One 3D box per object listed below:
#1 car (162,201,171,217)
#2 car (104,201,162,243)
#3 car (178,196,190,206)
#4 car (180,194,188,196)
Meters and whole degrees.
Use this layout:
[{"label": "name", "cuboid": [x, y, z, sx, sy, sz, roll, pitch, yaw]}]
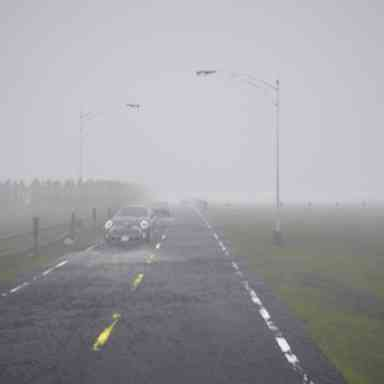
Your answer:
[{"label": "car", "cuboid": [-3.158, 1.652, 34.346, 1.882, 1.535, 5.008, 0, -1, -1]}, {"label": "car", "cuboid": [-2.897, 1.439, 16.601, 2.097, 1.767, 4.553, 0, 0, 0]}, {"label": "car", "cuboid": [-1.355, 1.896, 63.605, 1.895, 1.301, 4.718, 0, 0, -2]}, {"label": "car", "cuboid": [-1.807, 1.550, 73.609, 2.150, 2.045, 5.566, 0, 0, -3]}]
